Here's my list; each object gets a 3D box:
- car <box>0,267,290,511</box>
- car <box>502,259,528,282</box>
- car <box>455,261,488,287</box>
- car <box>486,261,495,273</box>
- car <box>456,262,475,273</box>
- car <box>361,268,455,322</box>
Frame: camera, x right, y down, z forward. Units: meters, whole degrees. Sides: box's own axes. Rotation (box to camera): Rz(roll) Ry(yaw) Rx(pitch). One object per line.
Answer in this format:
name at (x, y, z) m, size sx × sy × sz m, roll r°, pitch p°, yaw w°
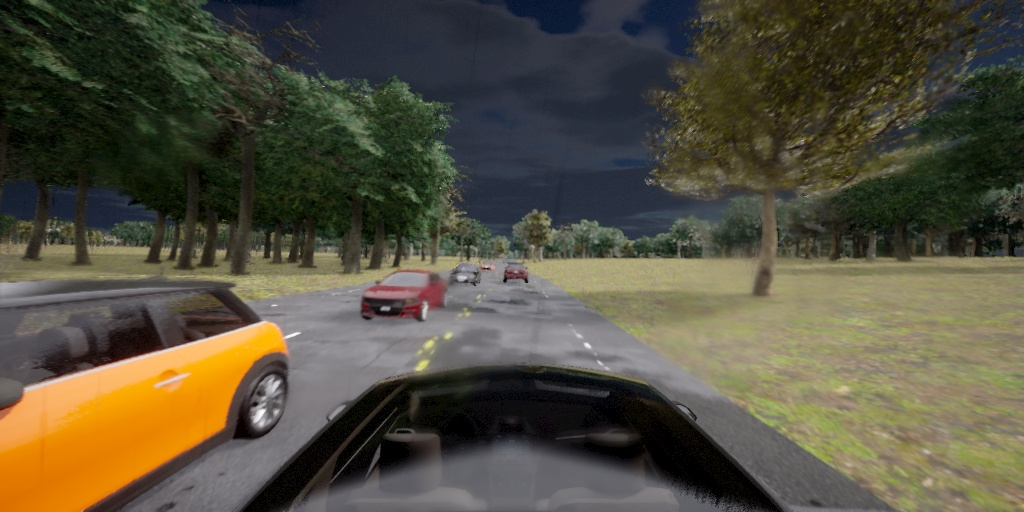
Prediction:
car at (-3.614, 0.978, 2.228) m, size 2.097 × 1.767 × 4.553 m, roll 2°, pitch -1°, yaw 1°
car at (0.341, 1.412, 33.170) m, size 2.097 × 1.767 × 4.553 m, roll 2°, pitch -1°, yaw 0°
car at (-3.296, 1.361, 26.299) m, size 2.128 × 1.511 × 4.902 m, roll 2°, pitch 0°, yaw 1°
car at (-3.414, 1.428, 50.098) m, size 2.097 × 1.767 × 4.553 m, roll 2°, pitch 0°, yaw -3°
car at (-6.415, 1.570, 50.075) m, size 1.895 × 1.301 × 4.718 m, roll 2°, pitch 0°, yaw 1°
car at (-3.489, 1.208, 12.474) m, size 1.882 × 1.535 × 5.008 m, roll 2°, pitch 0°, yaw 1°
